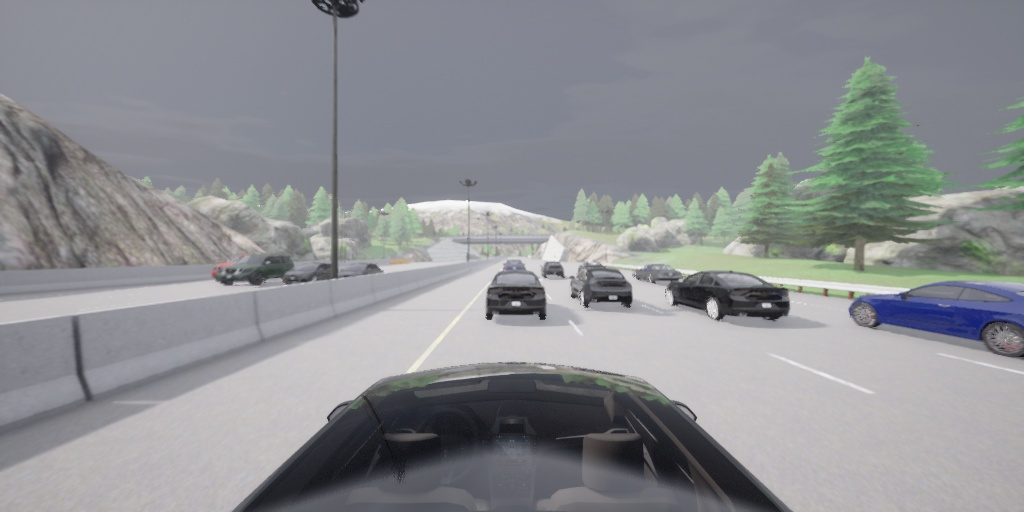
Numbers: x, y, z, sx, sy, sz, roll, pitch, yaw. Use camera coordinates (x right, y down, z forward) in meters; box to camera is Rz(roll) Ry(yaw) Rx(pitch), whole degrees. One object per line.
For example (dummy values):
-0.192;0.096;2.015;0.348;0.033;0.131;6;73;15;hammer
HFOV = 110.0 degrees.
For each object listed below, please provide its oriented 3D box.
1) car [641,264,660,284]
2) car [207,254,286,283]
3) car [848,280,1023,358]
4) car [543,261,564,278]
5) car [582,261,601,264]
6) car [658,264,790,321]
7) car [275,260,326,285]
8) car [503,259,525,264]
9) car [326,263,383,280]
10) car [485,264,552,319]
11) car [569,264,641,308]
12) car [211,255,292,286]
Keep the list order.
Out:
10.672;1.294;26.623;2.033;1.411;5.357;0;0;0;car
-20.974;0.918;28.734;2.150;2.045;5.566;0;0;1;car
10.610;1.287;8.355;1.812;1.442;4.674;0;0;0;car
3.693;1.234;33.289;1.837;1.490;4.892;0;0;0;car
7.192;1.227;32.650;2.128;1.511;4.902;0;0;0;car
7.127;1.230;12.494;1.882;1.535;5.008;0;0;0;car
-14.006;1.215;25.343;1.837;1.490;4.892;0;0;1;car
0.193;1.076;33.487;2.097;1.767;4.553;0;0;0;car
-10.510;1.221;24.853;1.837;1.490;4.892;0;0;0;car
0.127;1.219;12.768;1.882;1.535;5.008;0;0;0;car
3.636;1.249;15.289;1.837;1.490;4.892;0;0;0;car
-17.510;0.925;24.980;2.150;2.045;5.566;0;0;0;car
